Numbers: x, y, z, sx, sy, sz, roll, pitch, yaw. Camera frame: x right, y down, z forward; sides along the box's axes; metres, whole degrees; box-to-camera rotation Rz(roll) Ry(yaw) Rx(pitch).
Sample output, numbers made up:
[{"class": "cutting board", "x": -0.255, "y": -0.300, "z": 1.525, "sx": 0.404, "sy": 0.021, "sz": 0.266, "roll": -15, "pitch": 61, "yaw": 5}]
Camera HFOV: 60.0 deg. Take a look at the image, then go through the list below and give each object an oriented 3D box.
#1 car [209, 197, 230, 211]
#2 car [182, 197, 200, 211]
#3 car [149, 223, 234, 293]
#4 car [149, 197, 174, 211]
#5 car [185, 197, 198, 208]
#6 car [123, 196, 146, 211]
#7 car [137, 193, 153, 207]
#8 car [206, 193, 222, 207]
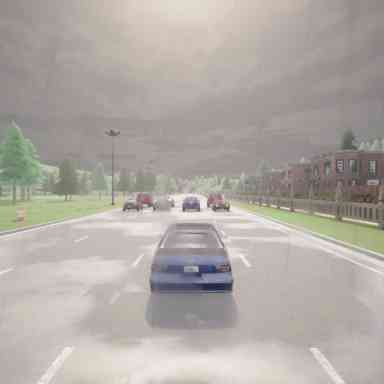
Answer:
[{"class": "car", "x": 3.422, "y": 1.601, "z": 40.041, "sx": 1.895, "sy": 1.301, "sz": 4.718, "roll": 0, "pitch": 0, "yaw": 0}, {"class": "car", "x": -0.078, "y": 1.352, "z": 39.974, "sx": 2.097, "sy": 1.767, "sz": 4.553, "roll": 0, "pitch": 0, "yaw": 0}, {"class": "car", "x": -0.018, "y": 1.548, "z": 8.975, "sx": 2.033, "sy": 1.411, "sz": 5.357, "roll": 0, "pitch": 0, "yaw": 0}, {"class": "car", "x": -3.578, "y": 1.564, "z": 39.998, "sx": 1.994, "sy": 1.385, "sz": 4.181, "roll": 0, "pitch": 0, "yaw": 0}, {"class": "car", "x": -0.097, "y": 1.505, "z": 50.008, "sx": 1.837, "sy": 1.490, "sz": 4.892, "roll": 0, "pitch": 0, "yaw": 0}, {"class": "car", "x": -7.078, "y": 1.526, "z": 39.991, "sx": 1.812, "sy": 1.442, "sz": 4.674, "roll": 0, "pitch": 0, "yaw": 0}, {"class": "car", "x": -7.097, "y": 1.221, "z": 50.024, "sx": 2.150, "sy": 2.045, "sz": 5.566, "roll": 0, "pitch": 0, "yaw": 0}, {"class": "car", "x": 3.403, "y": 1.221, "z": 50.044, "sx": 2.150, "sy": 2.045, "sz": 5.566, "roll": 0, "pitch": 0, "yaw": 0}]
